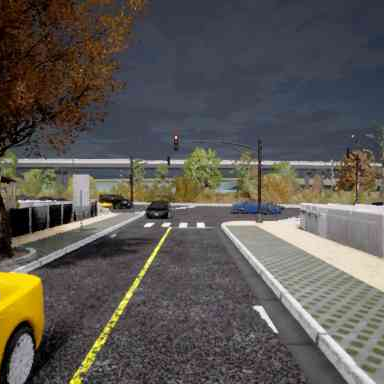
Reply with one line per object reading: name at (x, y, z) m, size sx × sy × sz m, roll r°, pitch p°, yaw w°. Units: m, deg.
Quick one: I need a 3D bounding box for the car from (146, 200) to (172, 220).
car at (-2.730, 1.467, 28.248) m, size 1.882 × 1.535 × 5.008 m, roll 0°, pitch 0°, yaw 0°

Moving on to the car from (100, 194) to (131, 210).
car at (-10.651, 1.337, 45.925) m, size 5.566 × 2.045 × 2.150 m, roll 0°, pitch 2°, yaw 36°

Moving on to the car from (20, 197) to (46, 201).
car at (-24.540, 1.896, 52.031) m, size 4.181 × 1.385 × 1.994 m, roll -1°, pitch 2°, yaw 36°

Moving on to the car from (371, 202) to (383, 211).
car at (19.855, 1.259, 32.047) m, size 4.718 × 1.301 × 1.895 m, roll -1°, pitch 2°, yaw 36°

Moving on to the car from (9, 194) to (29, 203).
car at (-38.939, 1.438, 74.636) m, size 4.553 × 1.767 × 2.097 m, roll -1°, pitch 2°, yaw 36°

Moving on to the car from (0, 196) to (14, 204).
car at (-40.868, 1.718, 72.029) m, size 4.902 × 1.511 × 2.128 m, roll -1°, pitch 2°, yaw 36°

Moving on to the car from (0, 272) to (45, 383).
car at (-2.848, 1.476, 2.303) m, size 1.882 × 1.535 × 5.008 m, roll 0°, pitch 0°, yaw 0°

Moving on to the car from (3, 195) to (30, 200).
car at (-33.018, 1.806, 62.313) m, size 4.892 × 1.490 × 1.837 m, roll -1°, pitch 2°, yaw 36°

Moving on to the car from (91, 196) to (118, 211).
car at (-12.389, 1.704, 43.183) m, size 5.008 × 1.535 × 1.882 m, roll 0°, pitch 2°, yaw 36°

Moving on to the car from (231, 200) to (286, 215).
car at (6.556, 1.515, 33.434) m, size 5.357 × 1.411 × 2.033 m, roll -1°, pitch 2°, yaw 36°

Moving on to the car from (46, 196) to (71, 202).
car at (-20.968, 1.734, 53.448) m, size 4.674 × 1.442 × 1.812 m, roll 0°, pitch 2°, yaw 36°
